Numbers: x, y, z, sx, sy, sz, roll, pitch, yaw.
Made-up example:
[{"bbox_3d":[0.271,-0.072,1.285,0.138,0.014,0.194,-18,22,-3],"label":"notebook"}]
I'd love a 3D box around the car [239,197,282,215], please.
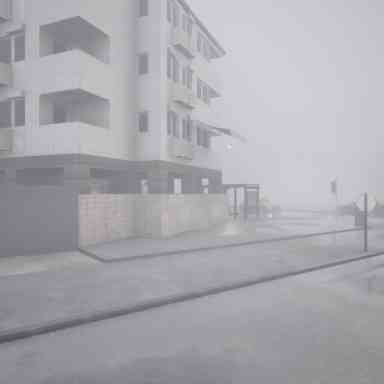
[{"bbox_3d":[7.040,1.352,34.508,2.097,1.767,4.553,0,0,-36],"label":"car"}]

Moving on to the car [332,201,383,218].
[{"bbox_3d":[15.219,1.477,30.041,1.882,1.535,5.008,0,0,-35],"label":"car"}]
